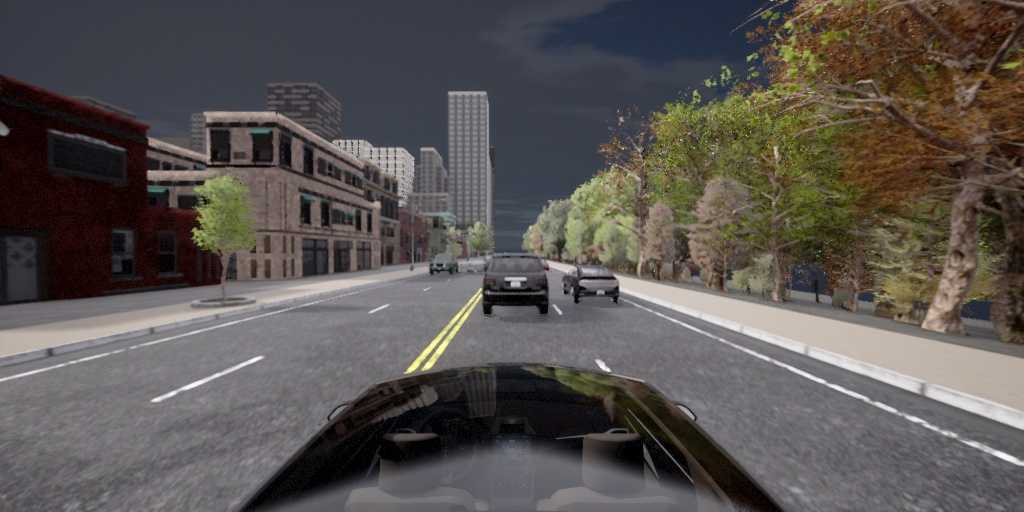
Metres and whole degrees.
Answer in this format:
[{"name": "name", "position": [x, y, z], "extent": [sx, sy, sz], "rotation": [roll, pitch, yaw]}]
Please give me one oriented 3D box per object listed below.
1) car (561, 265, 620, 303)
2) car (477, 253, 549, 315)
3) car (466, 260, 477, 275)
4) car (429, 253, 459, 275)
[{"name": "car", "position": [3.363, 1.158, 16.017], "extent": [2.128, 1.511, 4.902], "rotation": [0, 0, 0]}, {"name": "car", "position": [0.114, 0.905, 13.318], "extent": [2.150, 2.045, 5.566], "rotation": [0, 1, 0]}, {"name": "car", "position": [-3.312, 1.077, 35.097], "extent": [1.812, 1.442, 4.674], "rotation": [0, 0, 0]}, {"name": "car", "position": [-6.565, 0.771, 35.198], "extent": [2.150, 2.045, 5.566], "rotation": [0, 0, 0]}]
